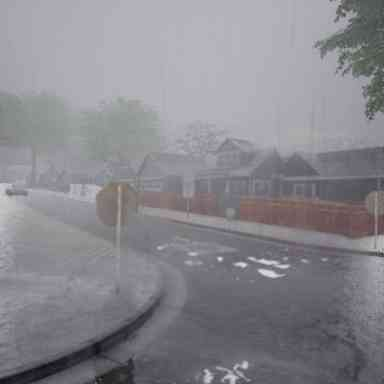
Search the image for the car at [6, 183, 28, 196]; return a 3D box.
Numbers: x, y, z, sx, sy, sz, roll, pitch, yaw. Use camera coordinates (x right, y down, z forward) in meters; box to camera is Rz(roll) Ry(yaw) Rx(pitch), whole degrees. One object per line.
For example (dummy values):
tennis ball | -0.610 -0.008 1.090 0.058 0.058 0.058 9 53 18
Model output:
car | -23.054 -0.379 43.798 2.097 1.767 4.553 1 2 -35
